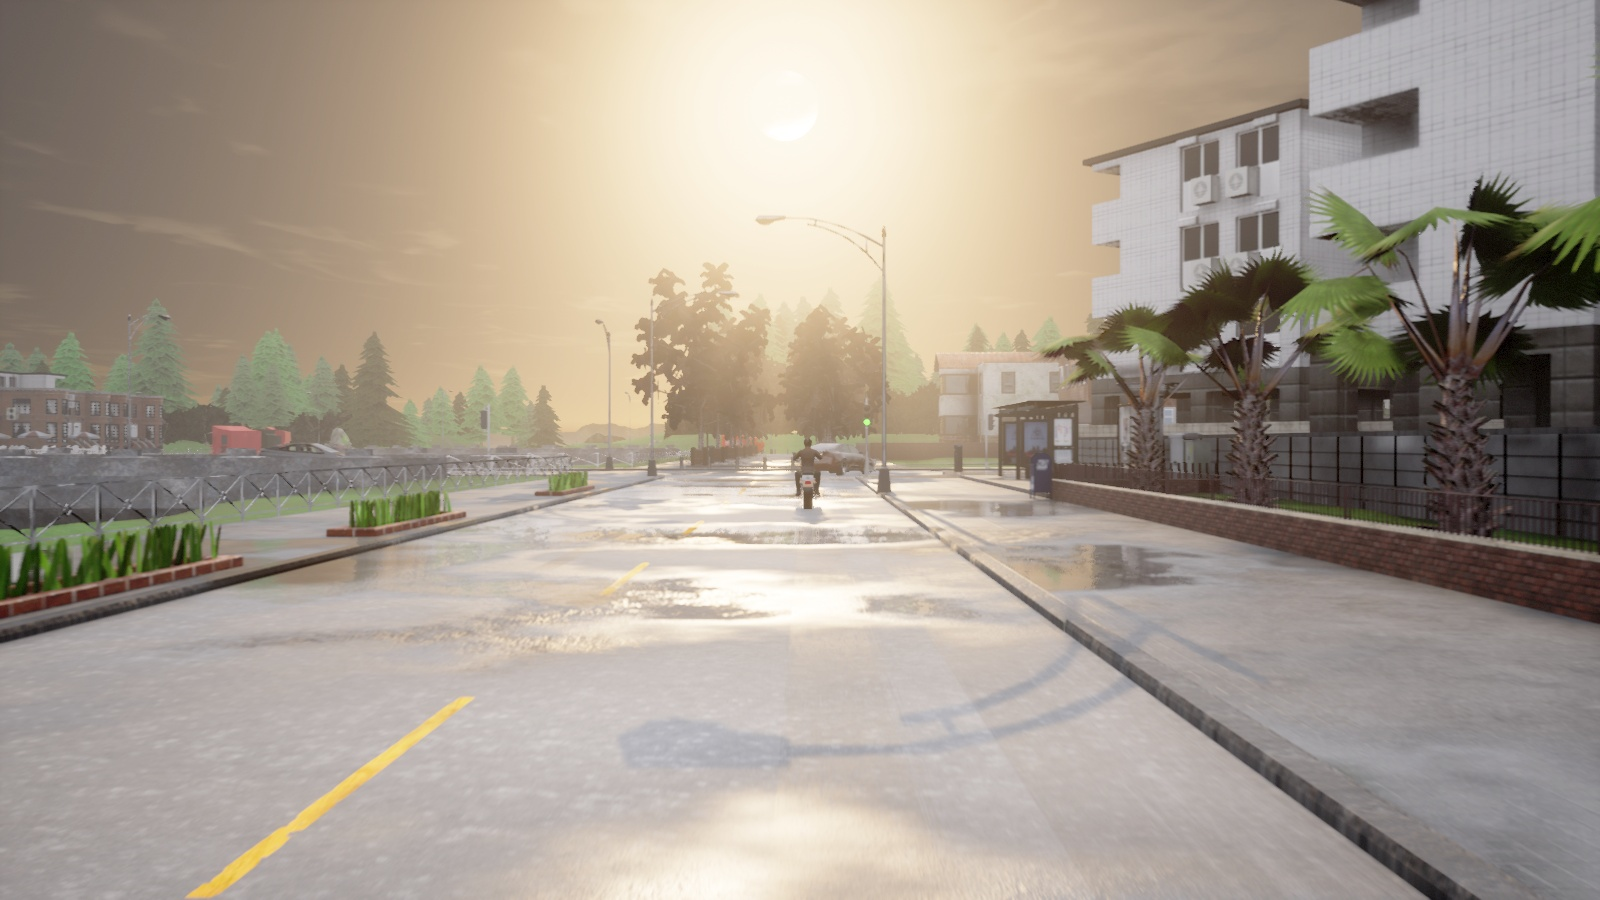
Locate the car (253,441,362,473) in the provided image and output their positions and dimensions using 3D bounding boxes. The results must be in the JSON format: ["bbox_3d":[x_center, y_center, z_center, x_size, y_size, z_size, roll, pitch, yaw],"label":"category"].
[{"bbox_3d":[-24.033,0.328,61.349,4.514,1.525,2.007,0,0,2],"label":"car"}]

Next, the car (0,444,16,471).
[{"bbox_3d":[-42.404,0.399,65.408,2.207,1.376,1.481,0,0,0],"label":"car"}]

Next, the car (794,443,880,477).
[{"bbox_3d":[1.778,0.419,58.242,2.163,1.488,4.792,0,0,26],"label":"car"}]

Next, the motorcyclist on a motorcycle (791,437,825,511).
[{"bbox_3d":[0.184,0.532,29.247,0.766,1.649,2.350,0,0,0],"label":"motorcyclist on a motorcycle"}]
